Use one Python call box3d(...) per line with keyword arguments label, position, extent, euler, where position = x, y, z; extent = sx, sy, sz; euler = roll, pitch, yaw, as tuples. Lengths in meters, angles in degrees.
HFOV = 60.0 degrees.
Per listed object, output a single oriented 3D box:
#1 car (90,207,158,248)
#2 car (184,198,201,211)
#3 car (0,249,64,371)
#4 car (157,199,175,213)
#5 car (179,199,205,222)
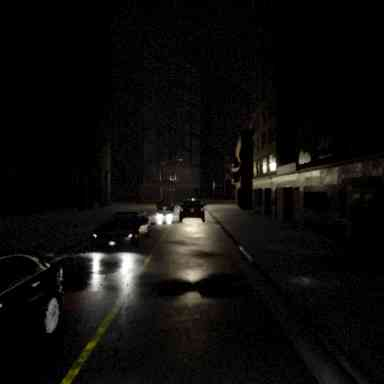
box3d(label="car", position=(-3.077, 1.623, 15.589), extent=(2.033, 1.411, 5.357), euler=(0, 0, 1))
box3d(label="car", position=(0.091, 1.646, 45.499), extent=(2.128, 1.511, 4.902), euler=(0, 0, 1))
box3d(label="car", position=(-3.091, 1.532, 3.837), extent=(1.837, 1.490, 4.892), euler=(0, -1, 0))
box3d(label="car", position=(-3.019, 1.631, 39.355), extent=(2.128, 1.511, 4.902), euler=(0, 0, 1))
box3d(label="car", position=(0.028, 1.459, 27.884), extent=(2.097, 1.767, 4.553), euler=(0, 0, 0))
